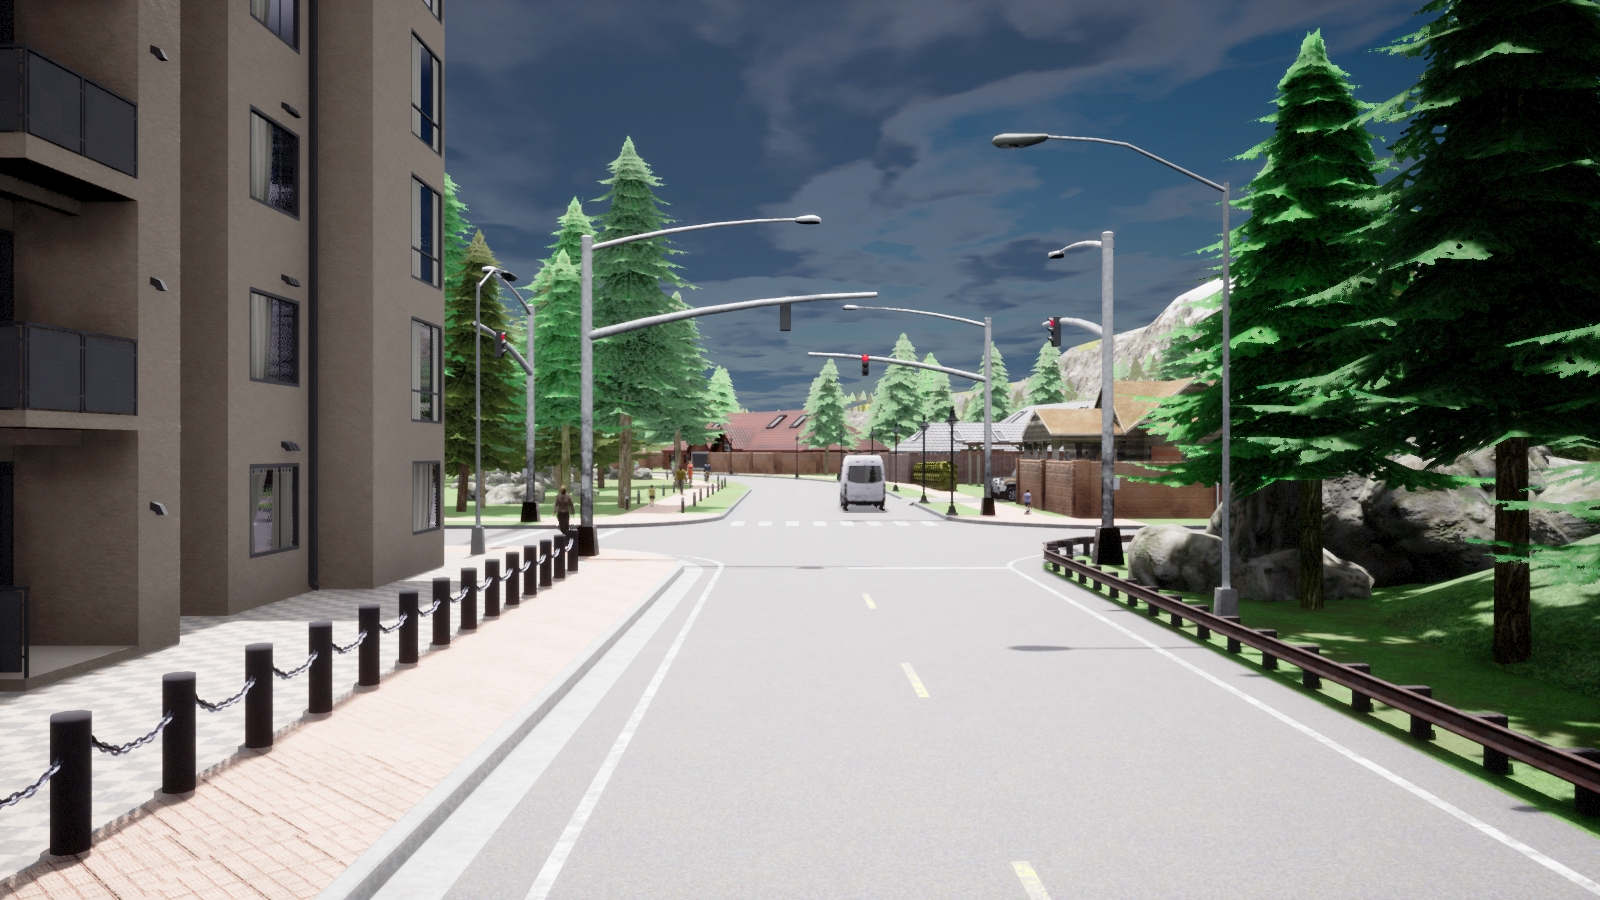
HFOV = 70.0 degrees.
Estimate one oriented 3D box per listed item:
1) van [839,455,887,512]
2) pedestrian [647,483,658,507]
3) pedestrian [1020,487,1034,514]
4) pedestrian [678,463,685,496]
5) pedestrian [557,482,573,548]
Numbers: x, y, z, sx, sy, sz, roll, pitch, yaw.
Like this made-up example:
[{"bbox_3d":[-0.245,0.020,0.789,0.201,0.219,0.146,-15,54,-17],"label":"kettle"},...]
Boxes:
[{"bbox_3d":[2.970,1.535,55.099,1.988,2.561,5.915,0,0,0],"label":"van"},{"bbox_3d":[-6.827,2.075,52.733,0.500,1.100,0.500,0,0,-9],"label":"pedestrian"},{"bbox_3d":[9.372,2.077,47.093,0.500,1.100,0.500,0,0,19],"label":"pedestrian"},{"bbox_3d":[-6.871,1.704,66.258,0.375,1.860,0.375,0,0,-1],"label":"pedestrian"},{"bbox_3d":[-6.680,1.850,32.528,0.375,1.860,0.375,0,0,2],"label":"pedestrian"}]
